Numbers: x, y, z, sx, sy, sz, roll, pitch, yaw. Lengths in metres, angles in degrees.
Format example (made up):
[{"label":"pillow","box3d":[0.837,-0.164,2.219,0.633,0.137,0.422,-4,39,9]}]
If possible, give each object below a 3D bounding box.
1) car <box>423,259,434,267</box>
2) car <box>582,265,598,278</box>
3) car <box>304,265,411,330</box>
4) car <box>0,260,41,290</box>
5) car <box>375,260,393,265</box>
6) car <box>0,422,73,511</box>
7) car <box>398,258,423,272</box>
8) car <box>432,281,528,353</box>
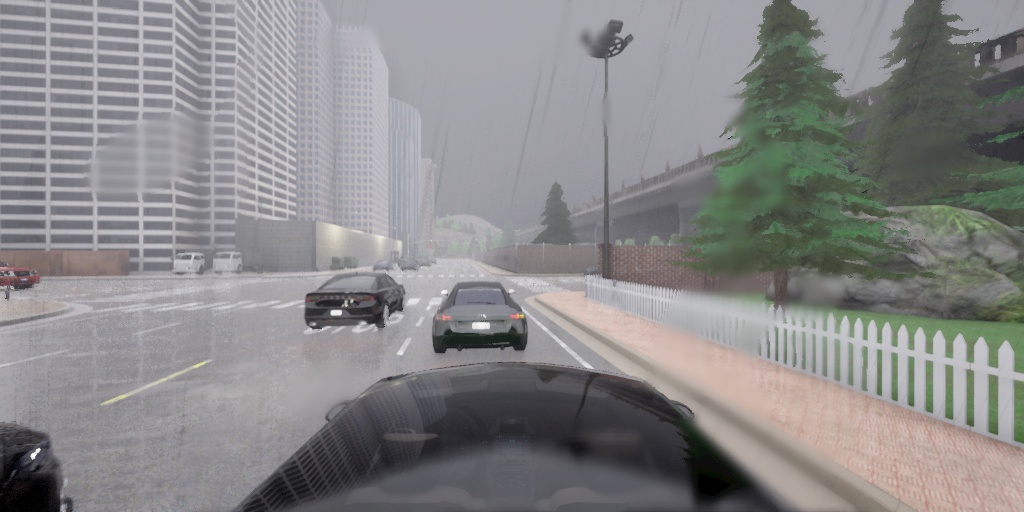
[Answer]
[{"label":"car","box3d":[-15.462,1.281,63.080,1.994,1.385,4.181,0,0,-7]},{"label":"car","box3d":[8.806,1.315,33.312,4.674,1.442,1.812,0,0,-8]},{"label":"car","box3d":[-4.583,1.222,11.174,1.882,1.535,5.008,0,0,-7]},{"label":"car","box3d":[-31.074,1.015,20.515,5.566,2.045,2.150,0,0,-8]},{"label":"car","box3d":[-16.738,1.251,46.676,1.812,1.442,4.674,0,0,-8]},{"label":"car","box3d":[-3.708,1.243,0.154,2.128,1.511,4.902,0,0,1]},{"label":"car","box3d":[-13.188,1.273,46.551,2.033,1.411,5.357,0,0,-8]},{"label":"car","box3d":[-0.821,1.310,8.883,1.994,1.385,4.181,0,0,-7]}]
